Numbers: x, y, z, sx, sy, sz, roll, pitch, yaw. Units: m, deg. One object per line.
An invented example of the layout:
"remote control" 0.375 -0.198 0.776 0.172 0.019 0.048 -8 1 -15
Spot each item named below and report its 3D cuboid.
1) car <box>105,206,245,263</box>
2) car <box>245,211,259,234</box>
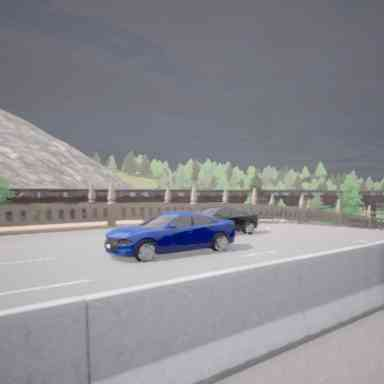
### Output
"car" -0.643 1.464 12.129 5.008 1.535 1.882 0 0 -35
"car" 1.381 1.499 17.868 5.008 1.535 1.882 1 -1 -35
